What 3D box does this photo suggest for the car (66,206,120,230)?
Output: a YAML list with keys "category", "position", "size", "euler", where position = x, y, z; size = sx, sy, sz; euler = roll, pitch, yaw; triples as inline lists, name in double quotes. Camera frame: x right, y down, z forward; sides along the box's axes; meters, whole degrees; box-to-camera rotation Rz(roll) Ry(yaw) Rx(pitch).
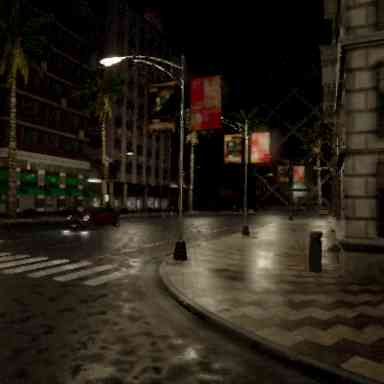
- category: "car"
  position: [-7.658, 1.954, 26.188]
  size: [2.097, 1.767, 4.553]
  euler: [0, -2, 23]
